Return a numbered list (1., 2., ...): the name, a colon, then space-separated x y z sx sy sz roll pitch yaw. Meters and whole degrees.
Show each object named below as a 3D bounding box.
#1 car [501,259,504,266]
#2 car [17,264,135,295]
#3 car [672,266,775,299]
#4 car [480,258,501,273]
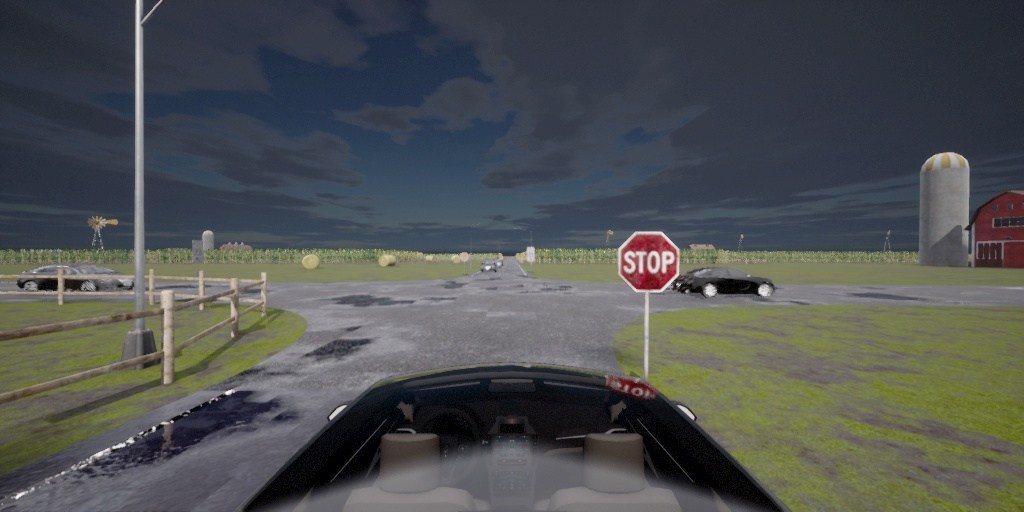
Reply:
1. car: -2.765 1.355 58.340 1.895 1.301 4.718 0 0 0
2. car: -22.415 1.181 18.629 4.902 1.511 2.128 0 1 0
3. car: 10.725 1.286 18.255 5.008 1.535 1.882 0 0 -9
4. car: -2.783 1.239 43.653 2.128 1.511 4.902 0 0 0
